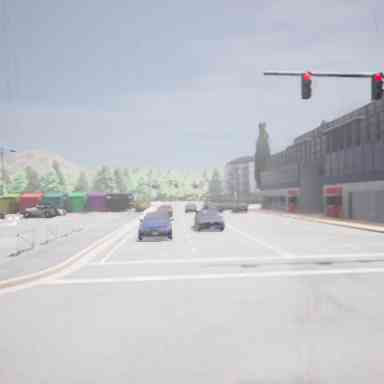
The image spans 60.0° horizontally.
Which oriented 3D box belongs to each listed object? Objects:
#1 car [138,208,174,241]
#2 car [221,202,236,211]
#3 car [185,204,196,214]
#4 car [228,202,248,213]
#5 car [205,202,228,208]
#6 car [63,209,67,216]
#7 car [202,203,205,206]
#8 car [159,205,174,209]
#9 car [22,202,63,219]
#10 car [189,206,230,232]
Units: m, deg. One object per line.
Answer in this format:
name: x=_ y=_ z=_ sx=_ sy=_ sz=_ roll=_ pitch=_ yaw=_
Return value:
car: x=-2.048 y=1.918 z=19.433 sx=1.812 sy=1.442 sz=4.674 roll=-1 pitch=-1 yaw=-4
car: x=6.433 y=2.538 z=59.135 sx=1.994 sy=1.385 sz=4.181 roll=-1 pitch=-1 yaw=-3
car: x=-0.117 y=2.457 z=49.769 sx=2.033 sy=1.411 sz=5.357 roll=-1 pitch=-1 yaw=-3
car: x=7.017 y=2.272 z=48.952 sx=2.128 sy=1.511 sz=4.902 roll=-1 pitch=-1 yaw=-3
car: x=3.516 y=2.327 z=48.864 sx=2.128 sy=1.511 sz=4.902 roll=-1 pitch=-1 yaw=-3
car: x=-18.123 y=2.459 z=42.439 sx=3.806 sy=1.475 sz=1.970 roll=-1 pitch=-1 yaw=-5
car: x=2.937 y=2.531 z=58.951 sx=1.837 sy=1.490 sz=4.892 roll=-1 pitch=-1 yaw=-3
car: x=-3.166 y=2.257 z=39.899 sx=1.882 sy=1.535 sz=5.008 roll=-1 pitch=-1 yaw=-3
car: x=-17.913 y=2.165 z=39.556 sx=3.866 sy=1.878 sz=1.905 roll=-1 pitch=-1 yaw=-5
car: x=1.166 y=1.970 z=23.958 sx=2.033 sy=1.411 sz=5.357 roll=-1 pitch=-1 yaw=-3
